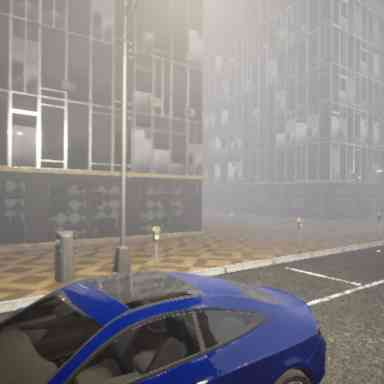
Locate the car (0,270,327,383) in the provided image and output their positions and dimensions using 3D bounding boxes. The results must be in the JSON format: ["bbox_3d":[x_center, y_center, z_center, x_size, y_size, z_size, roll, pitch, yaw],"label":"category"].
[{"bbox_3d":[-0.701,1.534,2.881,4.674,1.442,1.812,1,0,-36],"label":"car"}]
